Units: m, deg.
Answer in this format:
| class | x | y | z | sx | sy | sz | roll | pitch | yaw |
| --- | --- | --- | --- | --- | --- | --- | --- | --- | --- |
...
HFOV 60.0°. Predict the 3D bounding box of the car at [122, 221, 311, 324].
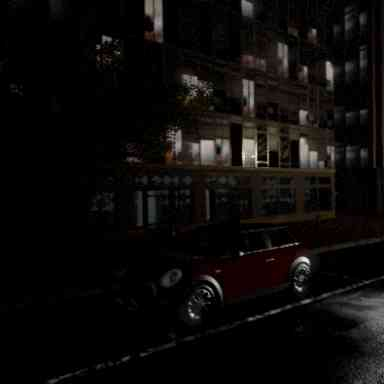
| class | x | y | z | sx | sy | sz | roll | pitch | yaw |
| --- | --- | --- | --- | --- | --- | --- | --- | --- | --- |
| car | 0.603 | 1.420 | 7.018 | 4.097 | 1.590 | 1.967 | 0 | -1 | -35 |
